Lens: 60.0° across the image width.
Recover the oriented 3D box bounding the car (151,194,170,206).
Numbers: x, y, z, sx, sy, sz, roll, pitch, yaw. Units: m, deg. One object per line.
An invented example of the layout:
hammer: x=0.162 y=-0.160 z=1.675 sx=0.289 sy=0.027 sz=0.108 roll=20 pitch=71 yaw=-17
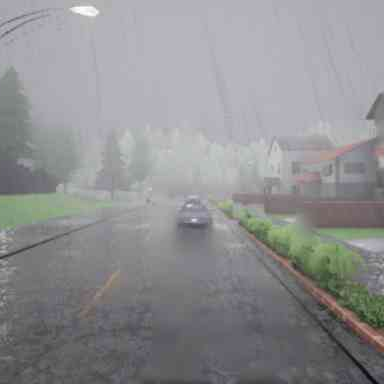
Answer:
car: x=-4.014 y=0.996 z=42.525 sx=1.812 sy=1.442 sz=4.674 roll=0 pitch=0 yaw=1

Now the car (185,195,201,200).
car: x=0.102 y=1.036 z=39.266 sx=1.812 sy=1.442 sz=4.674 roll=0 pitch=1 yaw=0

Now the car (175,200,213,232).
car: x=0.106 y=1.334 z=18.372 sx=1.994 sy=1.385 sz=4.181 roll=0 pitch=1 yaw=0
